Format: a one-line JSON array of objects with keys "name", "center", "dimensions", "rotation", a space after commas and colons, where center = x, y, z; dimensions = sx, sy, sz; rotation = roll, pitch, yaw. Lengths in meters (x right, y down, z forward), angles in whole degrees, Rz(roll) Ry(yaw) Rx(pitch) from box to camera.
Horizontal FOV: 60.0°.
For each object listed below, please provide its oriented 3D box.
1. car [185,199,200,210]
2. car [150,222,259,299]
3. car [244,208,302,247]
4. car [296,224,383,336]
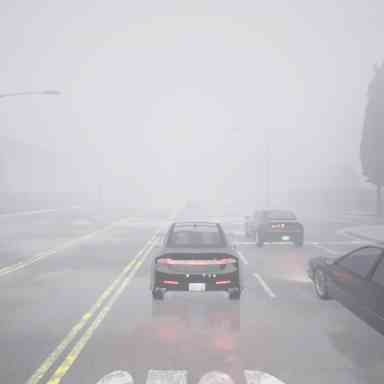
[{"name": "car", "center": [0.027, 1.615, 44.139], "dimensions": [1.895, 1.301, 4.718], "rotation": [0, 0, 0]}, {"name": "car", "center": [0.087, 1.494, 8.409], "dimensions": [2.128, 1.511, 4.902], "rotation": [0, 0, 0]}, {"name": "car", "center": [3.575, 1.510, 15.108], "dimensions": [1.837, 1.490, 4.892], "rotation": [0, 0, 0]}, {"name": "car", "center": [3.592, 1.549, 5.361], "dimensions": [2.033, 1.411, 5.357], "rotation": [0, 0, 0]}]
